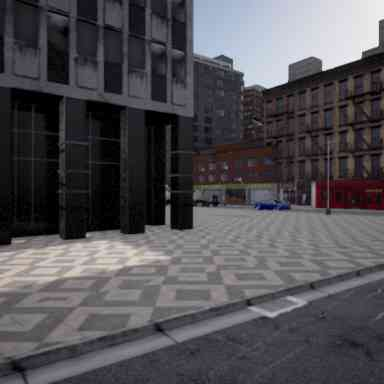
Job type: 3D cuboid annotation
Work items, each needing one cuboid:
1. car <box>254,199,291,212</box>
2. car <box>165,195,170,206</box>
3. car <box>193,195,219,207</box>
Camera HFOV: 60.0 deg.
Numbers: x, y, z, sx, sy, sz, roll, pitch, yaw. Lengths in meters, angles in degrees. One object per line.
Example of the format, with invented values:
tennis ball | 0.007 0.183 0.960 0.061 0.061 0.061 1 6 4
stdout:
car | 9.889 1.637 41.050 1.882 1.535 5.008 0 0 -36
car | -2.825 1.492 58.565 2.150 2.045 5.566 0 0 -36
car | 2.295 1.490 56.742 2.150 2.045 5.566 0 0 -36
